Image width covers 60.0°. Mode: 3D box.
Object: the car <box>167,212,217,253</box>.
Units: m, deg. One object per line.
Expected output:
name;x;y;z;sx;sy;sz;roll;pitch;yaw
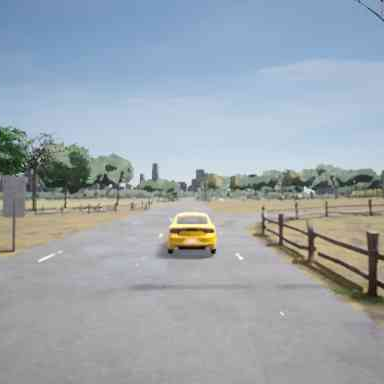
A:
car;0.006;1.624;14.476;1.882;1.535;5.008;0;0;0
